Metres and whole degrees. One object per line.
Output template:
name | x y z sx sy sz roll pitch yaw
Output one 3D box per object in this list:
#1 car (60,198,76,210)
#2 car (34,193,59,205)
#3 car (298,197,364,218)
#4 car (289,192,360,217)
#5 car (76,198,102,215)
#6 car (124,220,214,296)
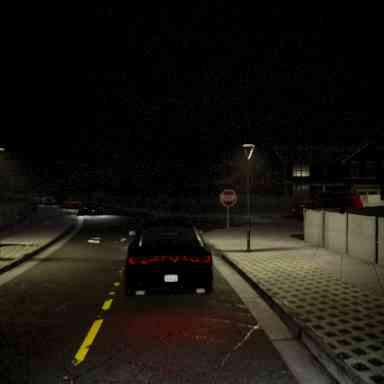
car | -15.844 1.488 44.339 1.882 1.535 5.008 0 0 -32
car | -25.672 1.265 57.724 2.150 2.045 5.566 0 0 -41
car | 10.125 1.328 22.744 4.892 1.490 1.837 -1 1 -9
car | 10.454 1.017 25.831 5.566 2.045 2.150 -1 0 -9
car | -10.362 1.529 33.749 1.812 1.442 4.674 0 0 -25
car | -0.661 1.481 8.779 1.882 1.535 5.008 0 0 -6
